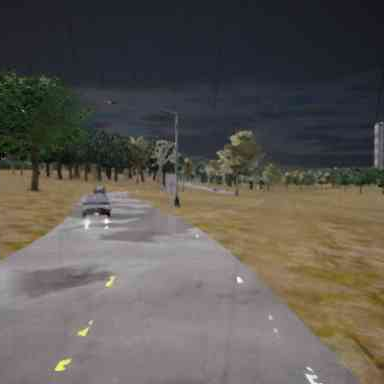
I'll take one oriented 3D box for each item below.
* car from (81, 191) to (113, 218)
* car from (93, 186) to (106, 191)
[{"bbox_3d":[-6.574,0.891,23.046,2.033,1.411,5.357,0,2,-15],"label":"car"},{"bbox_3d":[-17.675,-0.487,63.605,1.882,1.535,5.008,0,1,-8],"label":"car"}]
